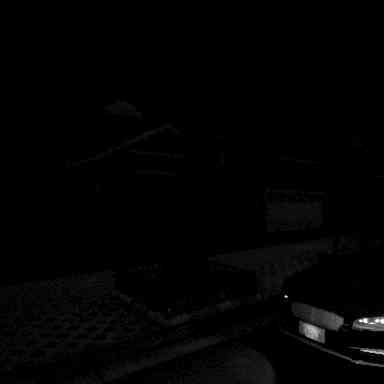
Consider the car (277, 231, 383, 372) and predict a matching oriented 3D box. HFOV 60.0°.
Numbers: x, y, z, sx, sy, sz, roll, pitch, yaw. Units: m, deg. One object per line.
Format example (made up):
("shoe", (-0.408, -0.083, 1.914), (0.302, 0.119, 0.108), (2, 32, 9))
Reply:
("car", (3.477, 1.453, 5.551), (4.902, 1.511, 2.128), (0, 0, -36))
